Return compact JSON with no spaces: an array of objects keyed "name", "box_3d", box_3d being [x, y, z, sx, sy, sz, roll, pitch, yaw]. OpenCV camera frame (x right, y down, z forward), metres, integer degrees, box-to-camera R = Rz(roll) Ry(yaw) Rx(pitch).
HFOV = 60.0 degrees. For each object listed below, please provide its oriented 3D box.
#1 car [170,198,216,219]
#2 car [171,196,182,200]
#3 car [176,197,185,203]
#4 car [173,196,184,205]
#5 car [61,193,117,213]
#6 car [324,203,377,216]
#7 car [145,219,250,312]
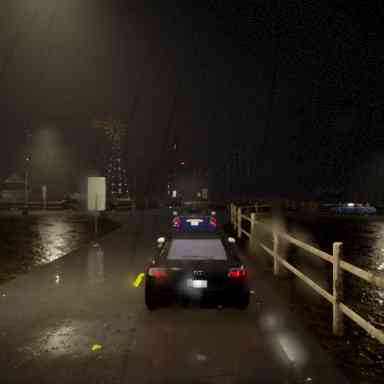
[{"name":"car","box_3d":[0.115,1.380,16.447,2.097,1.767,4.553,0,0,0]},{"name":"car","box_3d":[-2.757,1.677,57.167,1.882,1.535,5.008,0,0,0]},{"name":"car","box_3d":[-2.658,1.936,77.030,1.895,1.301,4.718,0,0,0]},{"name":"car","box_3d":[-2.698,1.616,66.731,2.097,1.767,4.553,0,-1,1]},{"name":"car","box_3d":[-10.761,1.148,34.976,5.566,2.045,2.150,1,-1,-11]},{"name":"car","box_3d":[17.892,1.950,37.724,5.357,1.411,2.033,1,-2,0]},{"name":"car","box_3d":[0.106,1.573,7.804,1.994,1.385,4.181,0,0,0]}]
